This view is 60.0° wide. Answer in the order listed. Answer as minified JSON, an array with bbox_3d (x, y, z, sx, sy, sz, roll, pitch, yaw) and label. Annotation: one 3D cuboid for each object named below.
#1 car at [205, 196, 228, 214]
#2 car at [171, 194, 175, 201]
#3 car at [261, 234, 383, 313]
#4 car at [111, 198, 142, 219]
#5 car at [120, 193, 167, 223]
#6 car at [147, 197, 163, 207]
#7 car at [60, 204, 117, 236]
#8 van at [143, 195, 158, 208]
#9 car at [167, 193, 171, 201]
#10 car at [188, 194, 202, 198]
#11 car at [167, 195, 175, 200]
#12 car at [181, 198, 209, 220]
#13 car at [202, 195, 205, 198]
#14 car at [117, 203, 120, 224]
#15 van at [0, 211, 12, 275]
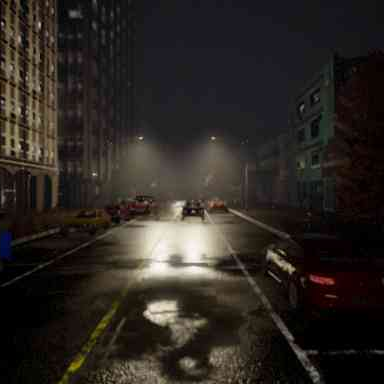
[{"bbox_3d":[2.678,1.391,35.027,1.967,1.590,4.097,0,0,0],"label":"car"},{"bbox_3d":[-5.723,1.231,79.322,2.192,1.841,5.009,0,0,0],"label":"car"},{"bbox_3d":[2.690,1.570,7.342,1.802,1.307,4.206,0,0,0],"label":"car"},{"bbox_3d":[-5.700,1.398,29.489,1.967,1.590,4.097,0,0,0],"label":"car"},{"bbox_3d":[-3.009,0.938,21.739,2.097,1.767,4.553,0,0,0],"label":"car"},{"bbox_3d":[-5.711,1.479,51.637,1.887,1.381,4.507,0,0,0],"label":"car"},{"bbox_3d":[-5.696,1.498,18.245,1.752,1.417,4.829,0,0,0],"label":"car"},{"bbox_3d":[-5.708,1.280,46.099,1.690,1.788,3.998,0,0,0],"label":"van"},{"bbox_3d":[-5.715,1.240,62.710,2.192,1.841,5.009,0,0,0],"label":"car"},{"bbox_3d":[0.082,1.447,44.515,1.837,1.490,4.892,0,0,0],"label":"car"},{"bbox_3d":[-5.728,1.493,90.396,1.802,1.307,4.206,0,0,0],"label":"car"},{"bbox_3d":[0.088,1.508,27.453,2.033,1.411,5.357,0,0,0],"label":"car"},{"bbox_3d":[2.673,1.484,46.102,1.887,1.381,4.507,0,0,0],"label":"car"},{"bbox_3d":[-5.698,1.547,23.951,1.802,1.307,4.206,0,0,0],"label":"car"},{"bbox_3d":[-5.690,1.329,7.340,1.690,1.788,3.998,0,0,0],"label":"van"}]
